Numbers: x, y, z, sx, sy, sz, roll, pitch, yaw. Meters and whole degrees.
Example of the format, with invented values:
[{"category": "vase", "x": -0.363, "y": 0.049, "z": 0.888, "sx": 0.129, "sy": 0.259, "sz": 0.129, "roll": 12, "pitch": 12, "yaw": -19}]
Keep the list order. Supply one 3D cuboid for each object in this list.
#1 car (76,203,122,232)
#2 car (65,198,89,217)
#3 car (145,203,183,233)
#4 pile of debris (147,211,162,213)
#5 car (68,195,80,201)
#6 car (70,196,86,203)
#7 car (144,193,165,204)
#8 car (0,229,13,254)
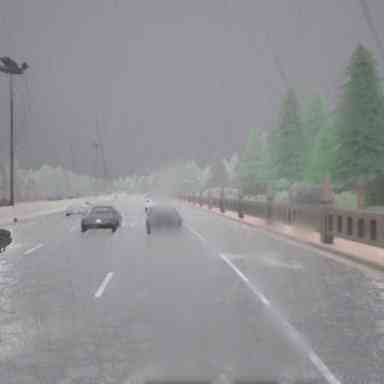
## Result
[{"category": "car", "x": -5.334, "y": 1.529, "z": 20.013, "sx": 1.994, "sy": 1.385, "sz": 4.181, "roll": 0, "pitch": 0, "yaw": -7}, {"category": "car", "x": -10.354, "y": 1.480, "z": 30.887, "sx": 1.812, "sy": 1.442, "sz": 4.674, "roll": 0, "pitch": 0, "yaw": -8}, {"category": "car", "x": -1.689, "y": 1.554, "z": 19.301, "sx": 1.895, "sy": 1.301, "sz": 4.718, "roll": 0, "pitch": 0, "yaw": -8}, {"category": "pile of debris", "x": -3.970, "y": 2.094, "z": 35.220, "sx": 1.500, "sy": 0.140, "sz": 1.860, "roll": 0, "pitch": 0, "yaw": -8}, {"category": "car", "x": -27.566, "y": 1.432, "z": 77.836, "sx": 1.994, "sy": 1.385, "sz": 4.181, "roll": 0, "pitch": 0, "yaw": -8}, {"category": "car", "x": -22.321, "y": 1.444, "z": 65.529, "sx": 2.033, "sy": 1.411, "sz": 5.357, "roll": 0, "pitch": 0, "yaw": -8}, {"category": "car", "x": -4.211, "y": 1.134, "z": 37.652, "sx": 2.150, "sy": 2.045, "sz": 5.566, "roll": 0, "pitch": 0, "yaw": -8}, {"category": "car", "x": -7.611, "y": 1.547, "z": 10.397, "sx": 2.033, "sy": 1.411, "sz": 5.357, "roll": 0, "pitch": 0, "yaw": -6}]
